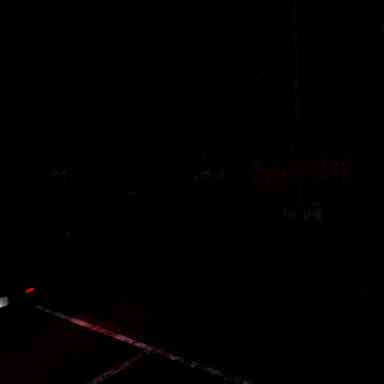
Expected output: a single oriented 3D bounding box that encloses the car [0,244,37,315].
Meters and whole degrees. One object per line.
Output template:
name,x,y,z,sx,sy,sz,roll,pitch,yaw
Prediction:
car,-4.803,1.511,6.372,4.674,1.442,1.812,0,0,35
